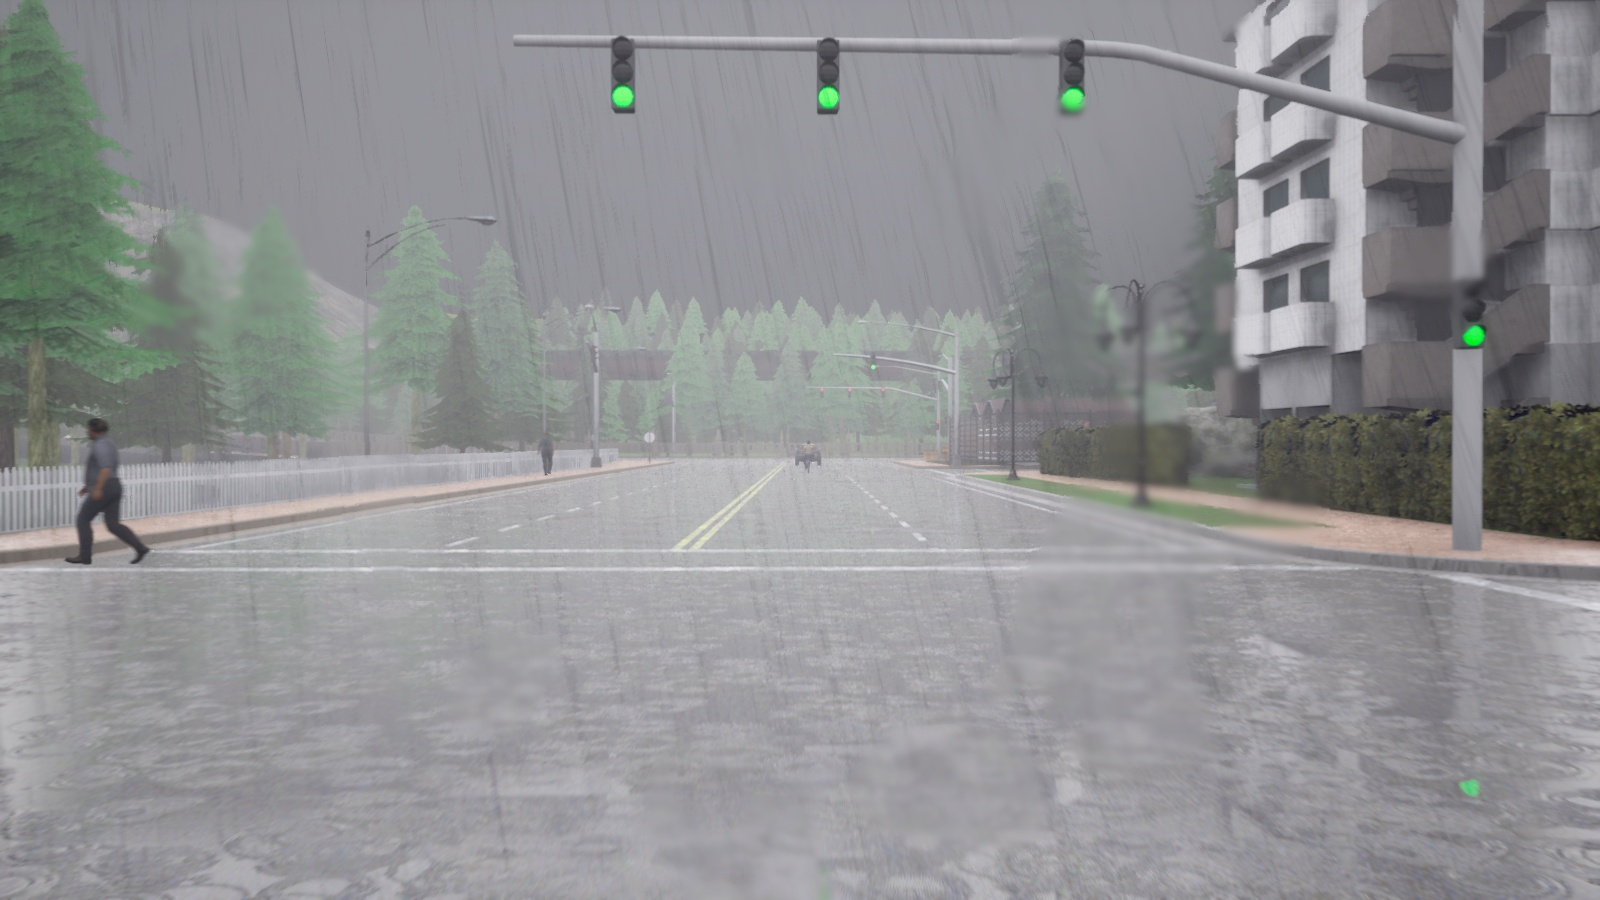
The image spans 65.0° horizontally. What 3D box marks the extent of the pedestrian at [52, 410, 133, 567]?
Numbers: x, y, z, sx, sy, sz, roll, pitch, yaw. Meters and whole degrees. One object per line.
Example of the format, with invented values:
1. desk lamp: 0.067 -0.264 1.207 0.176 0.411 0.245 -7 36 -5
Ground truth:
1. pedestrian: -8.515 0.451 15.128 0.694 1.848 0.540 0 0 -8

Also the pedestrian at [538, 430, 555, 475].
1. pedestrian: -10.391 0.107 51.510 0.540 1.848 0.694 0 0 -1

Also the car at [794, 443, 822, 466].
1. car: 0.549 0.284 84.632 1.816 1.474 4.193 0 0 0
